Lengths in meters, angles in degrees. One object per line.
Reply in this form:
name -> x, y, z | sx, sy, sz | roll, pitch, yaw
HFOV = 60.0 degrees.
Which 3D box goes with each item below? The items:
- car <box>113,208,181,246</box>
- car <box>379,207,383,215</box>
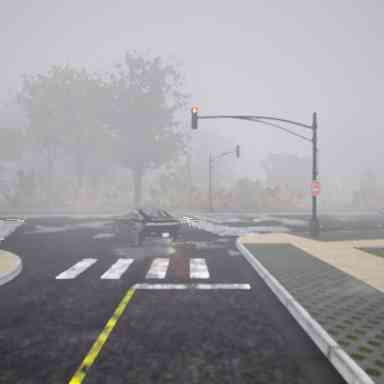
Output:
car -> -2.239, 1.494, 15.428 | 2.128, 1.511, 4.902 | 1, 0, -29
car -> 23.189, 1.891, 37.051 | 4.674, 1.442, 1.812 | 1, 0, -17
